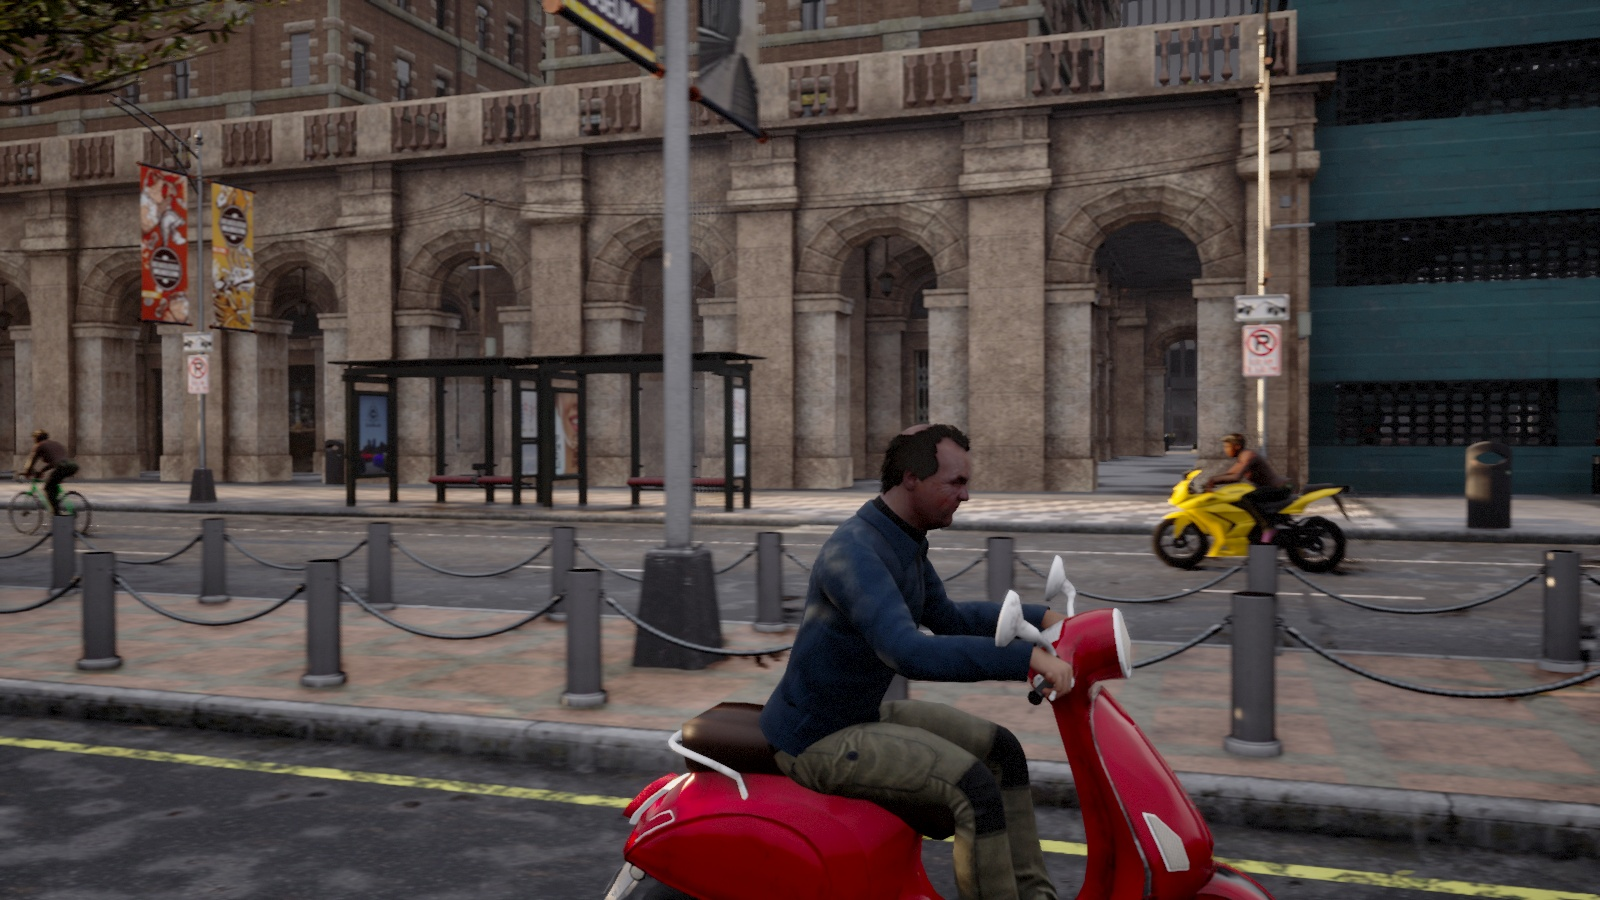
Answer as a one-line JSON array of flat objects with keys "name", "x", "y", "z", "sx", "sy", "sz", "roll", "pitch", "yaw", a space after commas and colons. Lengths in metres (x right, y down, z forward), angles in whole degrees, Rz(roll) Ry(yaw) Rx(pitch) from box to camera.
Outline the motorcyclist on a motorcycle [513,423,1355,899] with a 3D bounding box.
[{"name": "motorcyclist on a motorcycle", "x": 0.322, "y": 0.733, "z": 3.083, "sx": 1.817, "sy": 1.590, "sz": 0.866, "roll": 1, "pitch": 1, "yaw": 19}]

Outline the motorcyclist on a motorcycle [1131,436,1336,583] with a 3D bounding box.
[{"name": "motorcyclist on a motorcycle", "x": 4.714, "y": 0.610, "z": 13.738, "sx": 2.044, "sy": 1.523, "sz": 0.797, "roll": 1, "pitch": 1, "yaw": 19}]

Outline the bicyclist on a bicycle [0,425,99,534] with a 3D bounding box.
[{"name": "bicyclist on a bicycle", "x": -11.624, "y": 0.434, "z": 19.238, "sx": 1.656, "sy": 1.620, "sz": 0.582, "roll": 0, "pitch": 1, "yaw": 19}]
